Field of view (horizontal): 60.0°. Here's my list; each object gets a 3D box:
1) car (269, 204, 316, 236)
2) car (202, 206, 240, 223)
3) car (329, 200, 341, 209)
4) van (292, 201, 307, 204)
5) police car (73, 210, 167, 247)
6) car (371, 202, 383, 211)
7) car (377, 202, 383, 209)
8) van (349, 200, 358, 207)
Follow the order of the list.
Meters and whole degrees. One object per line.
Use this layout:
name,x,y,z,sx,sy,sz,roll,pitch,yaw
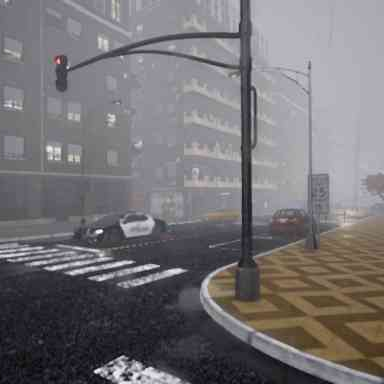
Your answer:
car,6.324,1.743,20.656,1.967,1.590,4.097,-2,-2,35
car,2.654,1.986,29.906,1.752,1.417,4.829,-2,-2,35
car,28.671,2.484,67.074,2.192,1.841,5.009,-2,-2,35
van,15.711,2.157,48.562,1.690,1.788,3.998,-2,-2,35
police car,-3.455,1.721,16.527,2.038,1.542,4.974,-1,-1,35
car,32.246,2.575,57.675,1.947,1.339,4.313,-2,-2,35
car,38.727,2.736,66.930,2.008,1.369,4.403,-2,-2,35
van,41.596,2.865,85.610,1.690,1.788,3.998,-2,-2,35
